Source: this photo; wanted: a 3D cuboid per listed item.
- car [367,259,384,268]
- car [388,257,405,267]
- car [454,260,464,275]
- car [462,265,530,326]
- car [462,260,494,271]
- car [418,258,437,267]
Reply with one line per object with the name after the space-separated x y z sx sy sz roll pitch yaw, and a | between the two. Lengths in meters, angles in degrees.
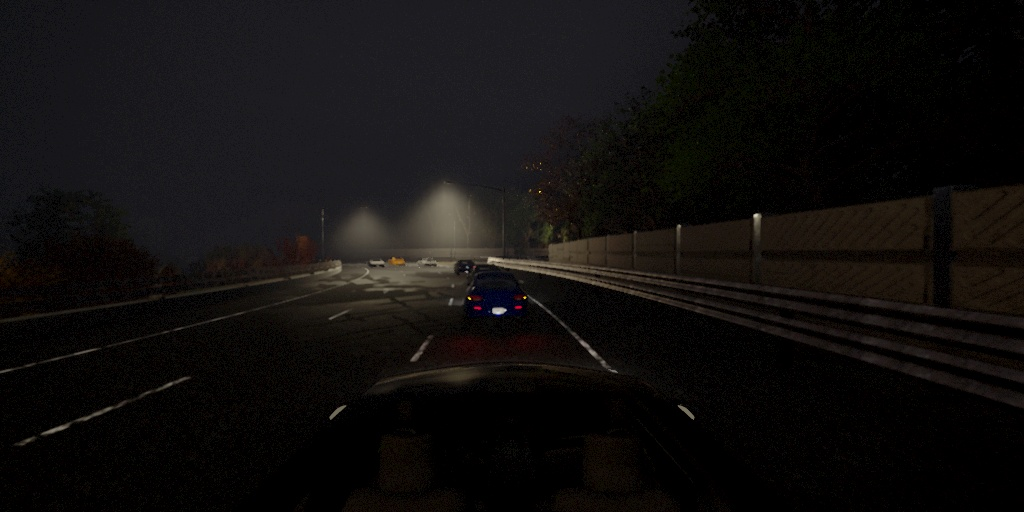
-20.123 1.041 52.796 1.895 1.301 4.718 -1 1 -29 | car
-18.246 0.878 56.507 1.882 1.535 5.008 0 0 -30 | car
-4.568 1.055 34.789 2.033 1.411 5.357 0 1 -12 | car
-0.560 1.203 11.355 1.812 1.442 4.674 0 0 -5 | car
-1.540 1.158 20.214 2.033 1.411 5.357 0 0 -10 | car
-12.792 0.995 53.878 1.895 1.301 4.718 -1 1 -27 | car
